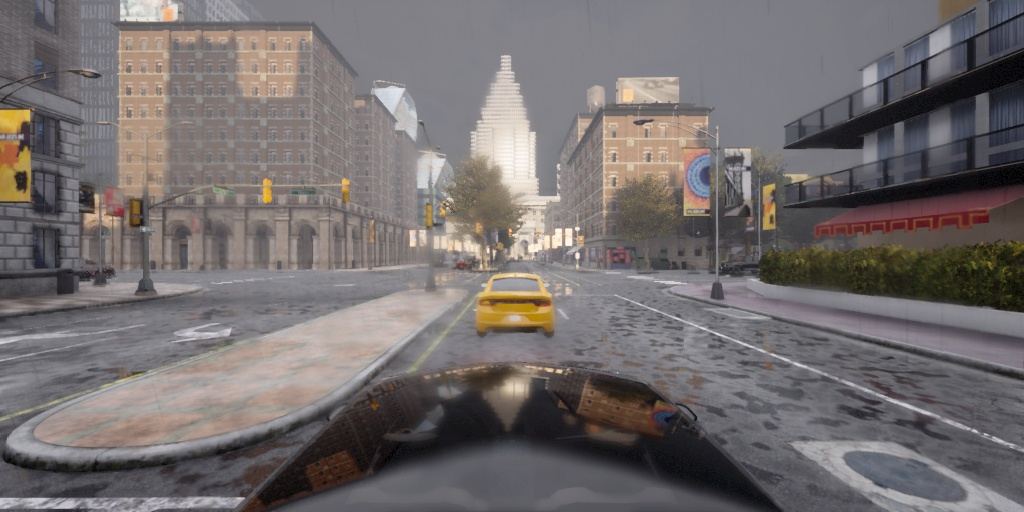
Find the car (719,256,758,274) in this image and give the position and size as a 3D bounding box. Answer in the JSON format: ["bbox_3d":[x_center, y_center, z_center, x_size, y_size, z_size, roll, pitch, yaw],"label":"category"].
[{"bbox_3d":[26.005,0.971,39.721,5.566,2.045,2.150,0,0,0],"label":"car"}]

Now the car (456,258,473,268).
[{"bbox_3d":[-7.999,1.351,59.114,1.895,1.301,4.718,0,0,0],"label":"car"}]

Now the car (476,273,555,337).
[{"bbox_3d":[0.093,1.228,10.374,1.882,1.535,5.008,0,0,0],"label":"car"}]

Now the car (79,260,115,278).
[{"bbox_3d":[-38.873,1.101,32.365,4.553,1.767,2.097,0,0,0],"label":"car"}]
